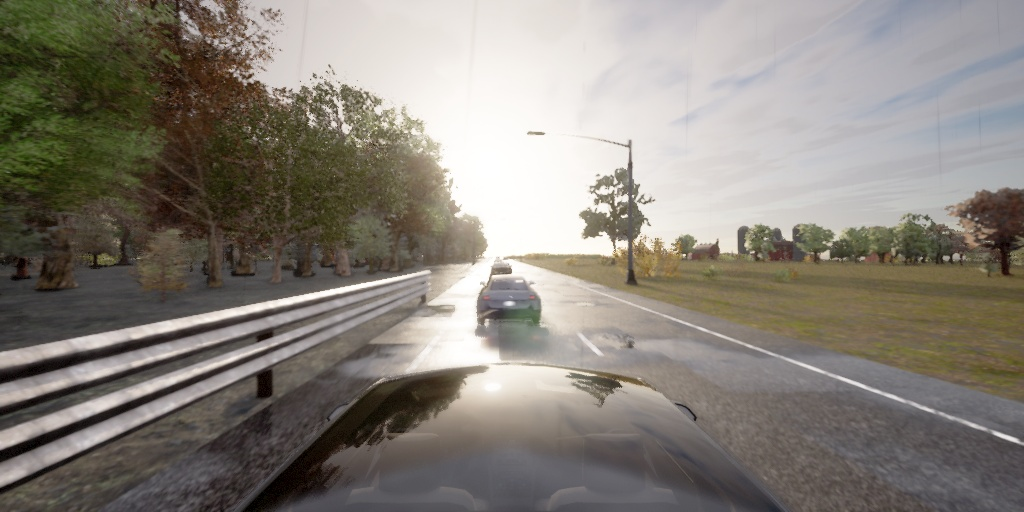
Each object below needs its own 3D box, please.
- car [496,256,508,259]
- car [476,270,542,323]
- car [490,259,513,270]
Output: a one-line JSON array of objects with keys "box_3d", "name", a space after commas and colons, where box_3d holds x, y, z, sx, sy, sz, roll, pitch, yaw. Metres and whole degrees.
[{"box_3d": [-2.228, 1.275, 63.209, 2.128, 1.511, 4.902, 0, 0, -2], "name": "car"}, {"box_3d": [-0.153, 1.328, 12.193, 1.994, 1.385, 4.181, 0, 0, -2], "name": "car"}, {"box_3d": [-0.952, 1.253, 31.762, 1.882, 1.535, 5.008, 0, 0, -2], "name": "car"}]
